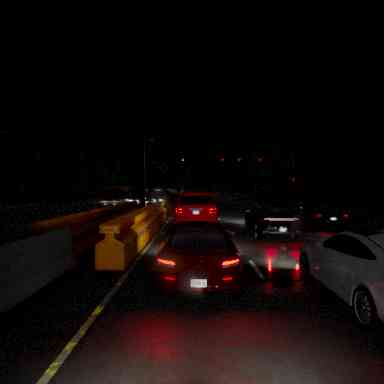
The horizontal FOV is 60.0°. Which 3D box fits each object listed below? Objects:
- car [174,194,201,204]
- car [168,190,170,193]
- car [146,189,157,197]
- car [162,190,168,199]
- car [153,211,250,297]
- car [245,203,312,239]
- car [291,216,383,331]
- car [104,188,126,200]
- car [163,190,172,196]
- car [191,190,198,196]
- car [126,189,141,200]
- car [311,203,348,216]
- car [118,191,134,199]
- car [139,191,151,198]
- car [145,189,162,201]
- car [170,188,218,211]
[{"bbox_3d":[-0.623,0.929,46.790,1.895,1.301,4.718,1,1,26],"label":"car"},{"bbox_3d":[-6.397,0.251,75.658,2.097,1.767,4.553,0,1,0],"label":"car"},{"bbox_3d":[-9.855,0.177,80.598,2.097,1.767,4.553,0,1,0],"label":"car"},{"bbox_3d":[-6.517,0.537,65.642,2.128,1.511,4.902,0,1,1],"label":"car"},{"bbox_3d":[0.142,1.431,8.242,1.812,1.442,4.674,0,1,1],"label":"car"},{"bbox_3d":[3.696,1.283,15.854,2.128,1.511,4.902,0,1,0],"label":"car"},{"bbox_3d":[3.629,1.455,6.606,1.812,1.442,4.674,0,1,0],"label":"car"},{"bbox_3d":[-13.628,0.382,58.020,2.150,2.045,5.566,0,1,1],"label":"car"},{"bbox_3d":[-6.307,0.277,86.212,2.033,1.411,5.357,0,1,0],"label":"car"},{"bbox_3d":[0.722,0.164,89.601,1.882,1.535,5.008,0,1,0],"label":"car"},{"bbox_3d":[-10.096,0.690,60.305,1.994,1.385,4.181,0,1,1],"label":"car"},{"bbox_3d":[7.221,1.309,18.938,1.994,1.385,4.181,0,1,0],"label":"car"},{"bbox_3d":[-13.461,0.556,68.158,2.033,1.411,5.357,0,1,0],"label":"car"},{"bbox_3d":[-9.942,0.527,70.380,1.994,1.385,4.181,0,1,0],"label":"car"},{"bbox_3d":[-6.639,0.710,56.376,1.812,1.442,4.674,0,1,1],"label":"car"},{"bbox_3d":[0.206,0.984,17.839,2.150,2.045,5.566,0,1,1],"label":"car"}]
